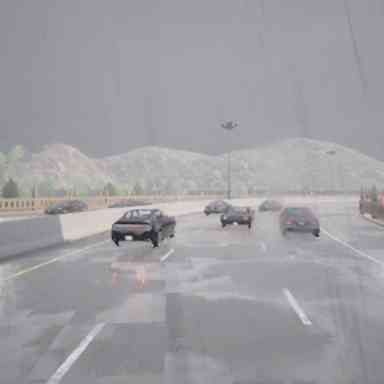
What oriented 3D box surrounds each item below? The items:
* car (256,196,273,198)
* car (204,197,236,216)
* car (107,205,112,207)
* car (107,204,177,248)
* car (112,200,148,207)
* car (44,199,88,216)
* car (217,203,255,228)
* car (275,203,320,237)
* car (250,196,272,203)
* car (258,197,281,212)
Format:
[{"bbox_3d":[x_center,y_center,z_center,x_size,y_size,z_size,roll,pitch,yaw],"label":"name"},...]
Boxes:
[{"bbox_3d":[15.086,1.470,66.229,1.882,1.535,5.008,0,0,41],"label":"car"},{"bbox_3d":[2.725,1.548,32.273,2.033,1.411,5.357,0,0,21],"label":"car"},{"bbox_3d":[-7.134,1.532,36.326,2.033,1.411,5.357,0,0,21],"label":"car"},{"bbox_3d":[-1.953,1.487,14.759,2.128,1.511,4.902,0,0,9],"label":"car"},{"bbox_3d":[-5.213,1.552,31.144,1.994,1.385,4.181,0,0,19],"label":"car"},{"bbox_3d":[-12.168,1.483,32.354,1.837,1.490,4.892,0,0,18],"label":"car"},{"bbox_3d":[3.170,1.603,22.135,1.895,1.301,4.718,0,0,14],"label":"car"},{"bbox_3d":[5.795,1.554,18.284,2.033,1.411,5.357,0,0,13],"label":"car"},{"bbox_3d":[14.882,1.508,71.215,2.033,1.411,5.357,0,0,43],"label":"car"},{"bbox_3d":[9.073,1.572,38.029,1.994,1.385,4.181,0,0,25],"label":"car"}]
